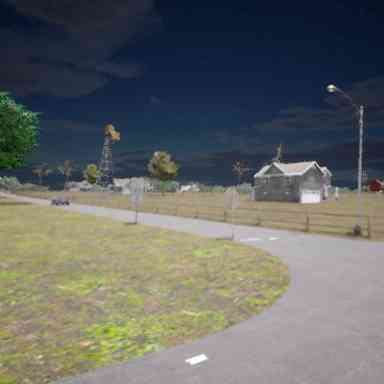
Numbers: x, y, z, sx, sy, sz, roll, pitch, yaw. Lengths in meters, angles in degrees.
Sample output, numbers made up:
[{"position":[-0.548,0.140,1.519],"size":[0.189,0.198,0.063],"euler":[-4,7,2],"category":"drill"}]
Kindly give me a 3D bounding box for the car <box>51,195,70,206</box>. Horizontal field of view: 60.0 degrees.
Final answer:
[{"position":[-19.750,1.241,49.922],"size":[1.837,1.490,4.892],"euler":[3,-1,-34],"category":"car"}]
